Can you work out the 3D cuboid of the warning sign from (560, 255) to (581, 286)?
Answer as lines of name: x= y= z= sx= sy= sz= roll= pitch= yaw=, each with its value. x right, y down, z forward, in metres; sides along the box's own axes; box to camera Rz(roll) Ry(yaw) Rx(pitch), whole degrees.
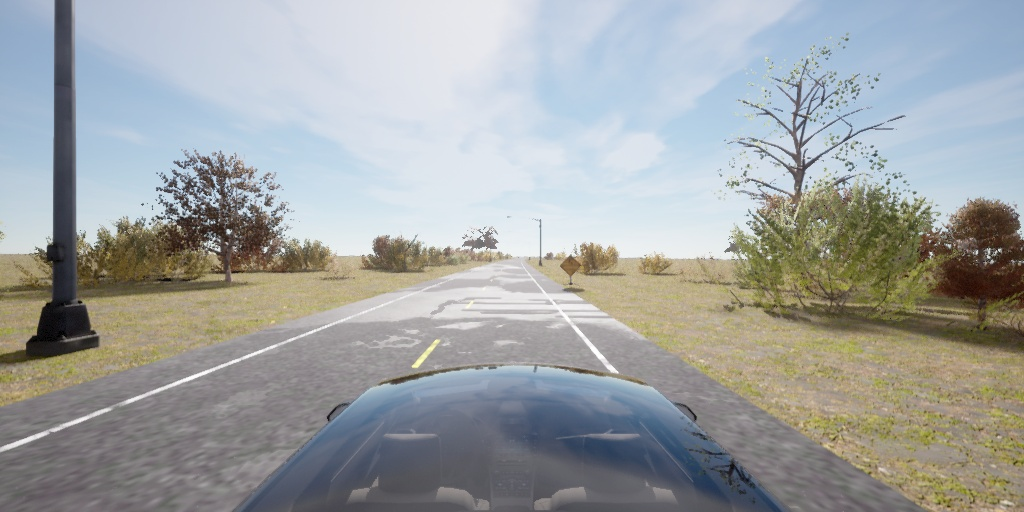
warning sign: x=3.592 y=0.872 z=21.861 sx=1.300 sy=1.860 sz=1.060 roll=0 pitch=0 yaw=0
